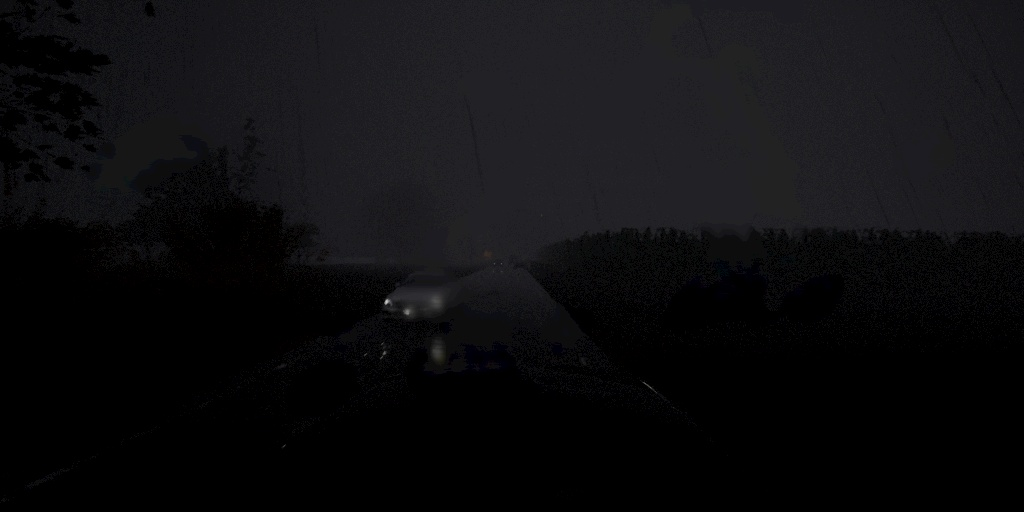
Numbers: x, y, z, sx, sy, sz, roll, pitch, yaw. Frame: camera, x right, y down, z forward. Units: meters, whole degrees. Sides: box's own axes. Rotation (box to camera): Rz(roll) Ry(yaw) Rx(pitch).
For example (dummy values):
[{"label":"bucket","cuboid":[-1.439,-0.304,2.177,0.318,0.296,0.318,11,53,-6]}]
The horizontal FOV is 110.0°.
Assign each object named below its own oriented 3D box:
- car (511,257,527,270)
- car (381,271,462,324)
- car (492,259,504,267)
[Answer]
[{"label":"car","cuboid":[1.197,1.283,54.351,1.812,1.442,4.674,0,0,0]},{"label":"car","cuboid":[-2.808,1.262,12.119,1.812,1.442,4.674,0,0,0]},{"label":"car","cuboid":[-2.482,1.259,65.016,1.837,1.490,4.892,0,0,1]}]
